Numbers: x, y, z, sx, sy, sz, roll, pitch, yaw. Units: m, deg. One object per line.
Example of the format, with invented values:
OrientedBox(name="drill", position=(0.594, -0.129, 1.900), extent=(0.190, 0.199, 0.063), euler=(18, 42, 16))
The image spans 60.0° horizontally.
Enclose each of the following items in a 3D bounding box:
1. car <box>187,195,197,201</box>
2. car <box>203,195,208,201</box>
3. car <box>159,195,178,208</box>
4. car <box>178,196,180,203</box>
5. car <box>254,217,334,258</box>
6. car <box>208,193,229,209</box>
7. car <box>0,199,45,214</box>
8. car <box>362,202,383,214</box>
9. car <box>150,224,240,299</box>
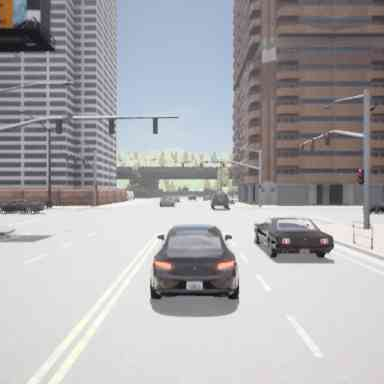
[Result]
OrientedBox(name="car", position=(0.045, 1.358, 77.336), extent=(1.837, 1.490, 4.892), euler=(0, 0, 0))
OrientedBox(name="car", position=(3.545, 1.396, 77.336), extent=(2.033, 1.411, 5.357), euler=(0, 0, 0))
OrientedBox(name="car", position=(-3.559, 1.310, 48.115), extent=(2.097, 1.767, 4.553), euler=(0, 0, 0))
OrientedBox(name="car", position=(-3.478, 1.419, 67.548), extent=(1.882, 1.535, 5.008), euler=(0, 0, 0))
OrientedBox(name="car", position=(3.610, 1.590, 12.745), extent=(1.895, 1.301, 4.718), euler=(0, 0, 1))
OrientedBox(name="car", position=(3.626, 1.183, 43.981), extent=(2.150, 2.045, 5.566), euler=(0, 0, 0))
OrientedBox(name="car", position=(-17.657, 1.475, 33.953), extent=(4.892, 1.490, 1.837), euler=(0, 0, 1))
OrientedBox(name="car", position=(19.977, 1.571, 33.760), extent=(4.718, 1.301, 1.895), euler=(0, 0, 1))
OrientedBox(name="car", position=(0.066, 1.518, 8.293), extent=(1.812, 1.442, 4.674), euler=(0, 0, 0))
